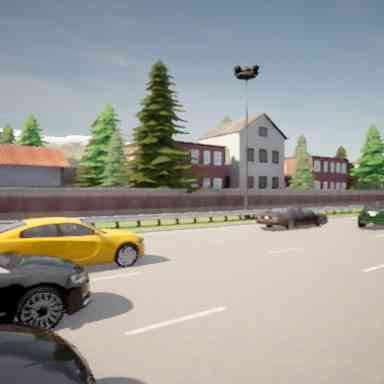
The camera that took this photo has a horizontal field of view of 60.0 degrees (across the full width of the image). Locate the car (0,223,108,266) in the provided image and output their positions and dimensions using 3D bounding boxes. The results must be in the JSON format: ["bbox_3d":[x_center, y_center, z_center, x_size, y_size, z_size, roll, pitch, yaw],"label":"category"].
[{"bbox_3d":[-4.085,1.491,5.130,4.902,1.511,2.128,0,0,-36],"label":"car"}]

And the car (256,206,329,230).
[{"bbox_3d":[6.491,1.576,21.280,5.357,1.411,2.033,0,0,-36],"label":"car"}]

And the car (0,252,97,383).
[{"bbox_3d":[-2.943,1.489,1.646,4.902,1.511,2.128,0,0,-36],"label":"car"}]

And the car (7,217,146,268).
[{"bbox_3d":[-3.761,1.482,9.665,5.008,1.535,1.882,0,0,-36],"label":"car"}]

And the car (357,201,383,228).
[{"bbox_3d":[12.680,1.390,21.397,4.553,1.767,2.097,0,0,-36],"label":"car"}]
